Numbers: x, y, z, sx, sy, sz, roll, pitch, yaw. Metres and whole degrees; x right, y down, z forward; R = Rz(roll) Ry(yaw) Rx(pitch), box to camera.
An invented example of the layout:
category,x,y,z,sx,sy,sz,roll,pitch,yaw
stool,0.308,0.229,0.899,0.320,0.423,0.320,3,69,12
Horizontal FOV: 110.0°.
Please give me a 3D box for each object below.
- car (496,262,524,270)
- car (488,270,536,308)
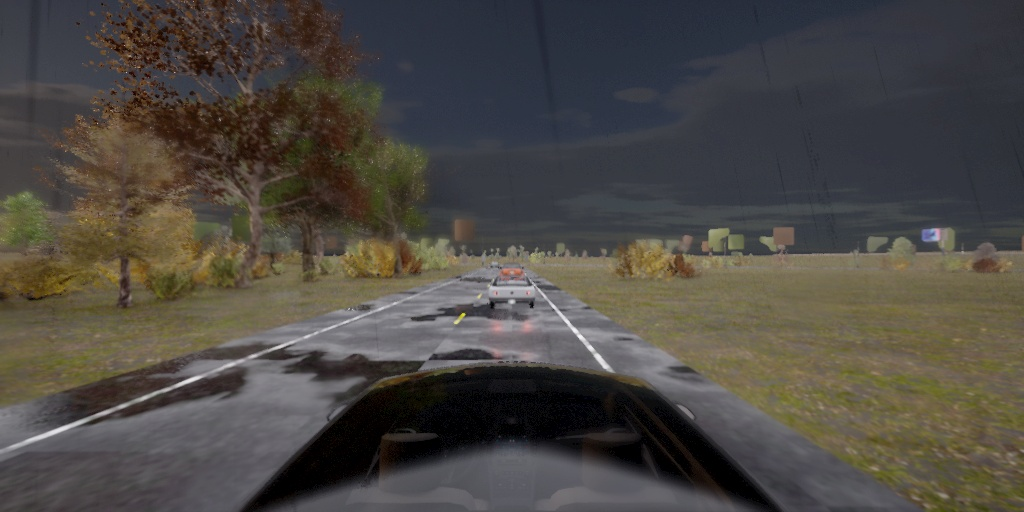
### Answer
category,x,y,z,sx,sy,sz,roll,pitch,yaw
car,0.001,1.367,30.926,2.097,1.767,4.553,0,-1,0
car,0.002,1.482,15.950,1.895,1.301,4.718,0,0,0
